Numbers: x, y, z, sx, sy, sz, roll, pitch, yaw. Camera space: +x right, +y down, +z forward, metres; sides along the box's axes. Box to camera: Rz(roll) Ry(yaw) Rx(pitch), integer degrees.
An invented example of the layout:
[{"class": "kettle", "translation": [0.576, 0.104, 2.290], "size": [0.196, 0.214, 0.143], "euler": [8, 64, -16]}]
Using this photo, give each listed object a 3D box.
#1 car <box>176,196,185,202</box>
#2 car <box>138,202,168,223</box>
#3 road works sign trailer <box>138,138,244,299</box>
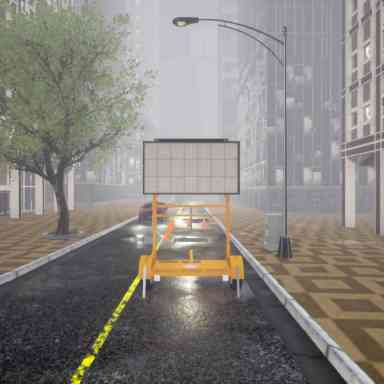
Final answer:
[{"class": "car", "translation": [-2.827, 1.649, 77.967], "size": [1.812, 1.442, 4.674], "euler": [0, 0, 1]}, {"class": "car", "translation": [-2.910, 1.486, 25.539], "size": [1.882, 1.535, 5.008], "euler": [0, 0, 0]}, {"class": "road works sign trailer", "translation": [-0.019, 0.464, 8.414], "size": [2.380, 3.560, 2.880], "euler": [0, 0, 0]}]
